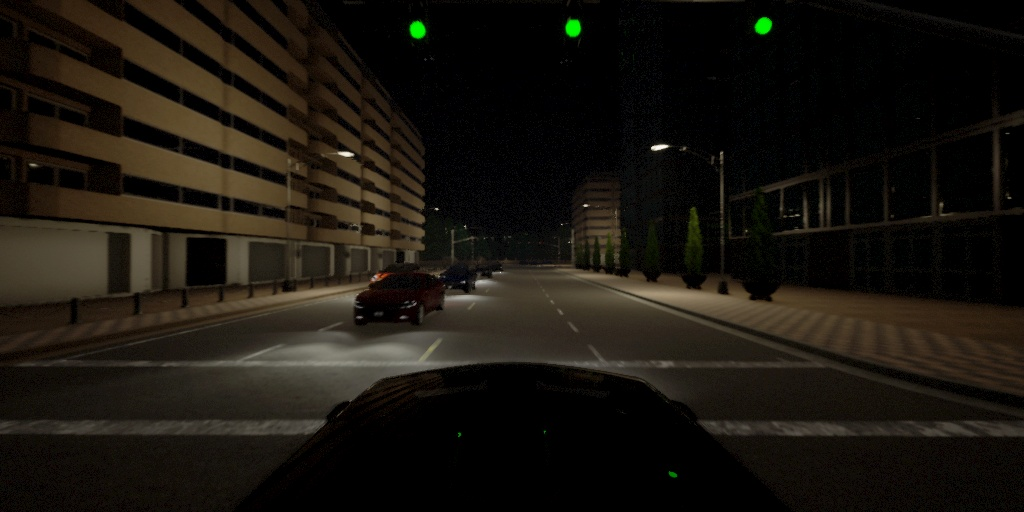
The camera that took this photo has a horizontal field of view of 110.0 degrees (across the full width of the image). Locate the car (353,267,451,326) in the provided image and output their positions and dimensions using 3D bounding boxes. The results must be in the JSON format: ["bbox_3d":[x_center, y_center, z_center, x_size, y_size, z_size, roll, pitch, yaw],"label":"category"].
[{"bbox_3d":[-3.544,1.291,12.116,1.882,1.535,5.008,0,0,1],"label":"car"}]

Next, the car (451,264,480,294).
[{"bbox_3d":[-3.298,1.422,21.773,1.812,1.442,4.674,0,-1,1],"label":"car"}]

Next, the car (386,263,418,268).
[{"bbox_3d":[-6.879,1.247,21.981,2.097,1.767,4.553,0,0,1],"label":"car"}]

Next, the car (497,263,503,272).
[{"bbox_3d":[-2.439,1.745,55.125,1.994,1.385,4.181,0,0,1],"label":"car"}]

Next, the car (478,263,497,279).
[{"bbox_3d":[-2.987,1.512,36.213,2.128,1.511,4.902,0,-1,2],"label":"car"}]
